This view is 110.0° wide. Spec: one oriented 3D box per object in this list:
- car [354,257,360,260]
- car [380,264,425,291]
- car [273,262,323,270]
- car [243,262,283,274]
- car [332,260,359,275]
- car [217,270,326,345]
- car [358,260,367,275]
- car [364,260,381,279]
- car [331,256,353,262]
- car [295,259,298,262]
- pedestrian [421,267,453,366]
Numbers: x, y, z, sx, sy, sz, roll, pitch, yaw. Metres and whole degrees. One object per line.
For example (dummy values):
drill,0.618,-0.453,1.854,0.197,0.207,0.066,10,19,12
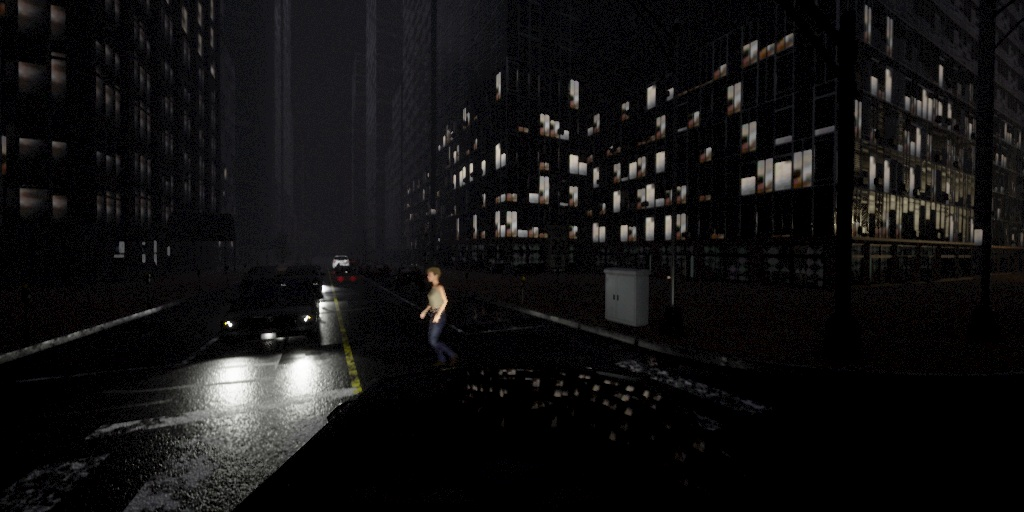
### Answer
car,-16.952,1.177,41.872,1.967,1.591,4.097,0,0,-28
car,-6.503,1.290,21.839,2.007,1.370,4.403,0,0,-28
car,-10.886,1.244,18.608,1.837,1.490,4.892,0,0,-28
car,-16.061,1.303,23.194,1.948,1.339,4.313,0,0,-28
car,-17.762,1.338,38.163,1.895,1.301,4.718,0,0,-28
car,-6.350,1.291,9.903,2.033,1.411,5.357,0,0,-28
car,-14.340,1.282,36.864,1.888,1.381,4.507,0,0,-28
car,-11.727,1.319,31.855,1.802,1.307,4.207,0,0,-28
car,-23.641,0.960,49.441,2.150,2.045,5.566,0,0,-28
car,-21.207,1.262,33.060,1.751,1.417,4.829,0,0,-28
pedestrian,-1.339,1.041,6.367,0.375,1.860,0.375,-1,1,-28
